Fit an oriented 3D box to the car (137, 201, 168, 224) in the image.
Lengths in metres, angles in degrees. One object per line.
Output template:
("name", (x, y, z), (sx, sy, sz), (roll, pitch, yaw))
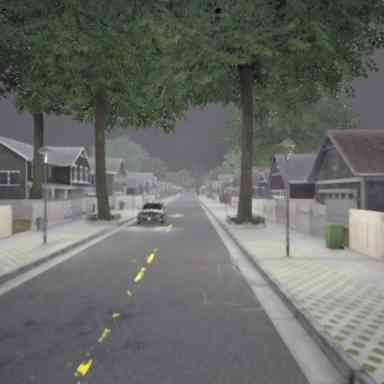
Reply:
("car", (-2.755, 1.467, 23.825), (1.837, 1.490, 4.892), (0, 0, 0))
